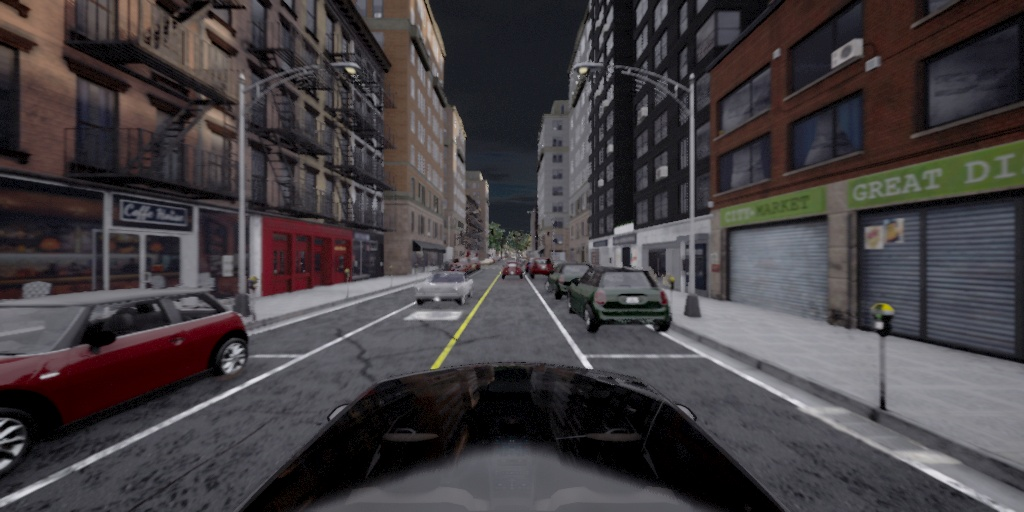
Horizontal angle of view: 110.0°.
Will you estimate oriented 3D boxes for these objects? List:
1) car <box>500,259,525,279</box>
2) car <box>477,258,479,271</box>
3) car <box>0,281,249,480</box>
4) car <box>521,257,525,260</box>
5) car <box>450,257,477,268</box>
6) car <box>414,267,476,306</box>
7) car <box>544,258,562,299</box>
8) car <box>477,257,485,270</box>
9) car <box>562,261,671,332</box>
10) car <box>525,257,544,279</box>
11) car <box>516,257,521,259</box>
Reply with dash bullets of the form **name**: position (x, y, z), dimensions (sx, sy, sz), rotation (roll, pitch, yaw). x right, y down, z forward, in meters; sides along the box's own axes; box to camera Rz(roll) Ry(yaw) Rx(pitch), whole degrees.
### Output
- **car**: position (0.052, 1.266, 32.878), dimensions (1.812, 1.442, 4.674), rotation (0, 0, 1)
- **car**: position (-5.397, 1.261, 43.880), dimensions (1.751, 1.417, 4.829), rotation (0, 0, 0)
- **car**: position (-5.394, 1.189, 4.302), dimensions (1.967, 1.591, 4.097), rotation (0, 0, 0)
- **car**: position (2.640, 1.050, 44.048), dimensions (2.192, 1.841, 5.009), rotation (0, 0, 0)
- **car**: position (-5.397, 1.053, 38.372), dimensions (2.192, 1.841, 5.009), rotation (0, 0, 0)
- **car**: position (-2.848, 1.347, 15.874), dimensions (1.895, 1.301, 4.718), rotation (0, 0, 0)
- **car**: position (2.988, 1.098, 18.010), dimensions (2.097, 1.767, 4.553), rotation (0, 0, 0)
- **car**: position (-5.398, 1.047, 49.729), dimensions (2.192, 1.841, 5.009), rotation (0, 0, 0)
- **car**: position (2.988, 1.100, 11.010), dimensions (2.097, 1.767, 4.553), rotation (0, 0, 0)
- **car**: position (2.639, 1.055, 32.690), dimensions (2.192, 1.841, 5.009), rotation (0, 0, 0)
- **car**: position (0.058, 1.210, 48.536), dimensions (1.882, 1.535, 5.008), rotation (0, 0, 0)
